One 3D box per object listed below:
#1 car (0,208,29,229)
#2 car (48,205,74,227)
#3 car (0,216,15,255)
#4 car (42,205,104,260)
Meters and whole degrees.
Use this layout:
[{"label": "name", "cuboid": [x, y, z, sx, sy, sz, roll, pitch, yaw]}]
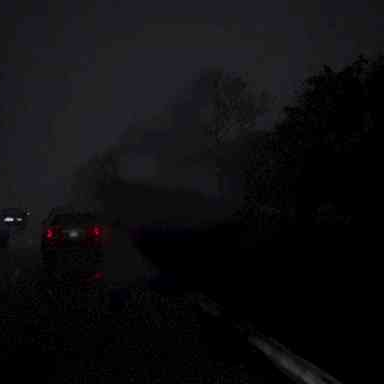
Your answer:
[{"label": "car", "cuboid": [-12.978, 1.893, 24.124, 2.033, 1.411, 5.357, 0, -1, -23]}, {"label": "car", "cuboid": [-10.833, 1.868, 27.437, 1.837, 1.490, 4.892, 0, 0, -23]}, {"label": "car", "cuboid": [-7.686, 1.780, 11.722, 1.895, 1.301, 4.718, 0, -1, -23]}, {"label": "car", "cuboid": [-4.948, 1.529, 13.603, 2.097, 1.767, 4.553, 0, -1, -23]}]
